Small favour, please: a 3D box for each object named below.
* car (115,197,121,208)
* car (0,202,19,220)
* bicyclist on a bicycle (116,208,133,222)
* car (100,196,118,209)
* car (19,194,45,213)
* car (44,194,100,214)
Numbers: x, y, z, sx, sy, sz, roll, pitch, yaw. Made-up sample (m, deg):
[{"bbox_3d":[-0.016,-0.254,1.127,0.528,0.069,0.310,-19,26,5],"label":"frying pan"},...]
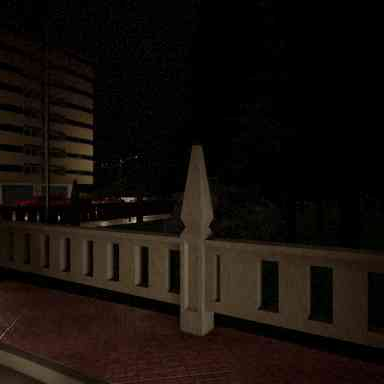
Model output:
[{"bbox_3d":[-7.161,1.656,42.544,1.895,1.301,4.718,0,0,29],"label":"car"},{"bbox_3d":[-16.529,1.547,25.641,2.128,1.511,4.902,0,0,29],"label":"car"},{"bbox_3d":[-4.880,1.356,24.007,1.656,1.620,0.582,0,0,29],"label":"bicyclist on a bicycle"},{"bbox_3d":[-10.789,1.408,43.216,2.097,1.767,4.553,0,0,29],"label":"car"},{"bbox_3d":[-15.532,1.277,34.668,2.150,2.045,5.566,0,0,29],"label":"car"},{"bbox_3d":[-12.071,1.407,33.699,2.097,1.767,4.553,0,0,29],"label":"car"}]
